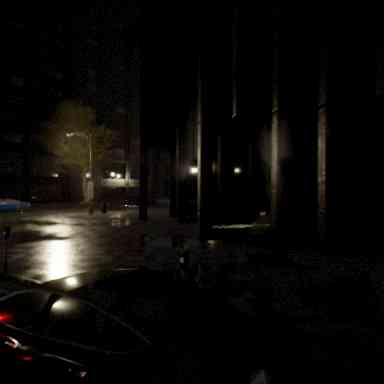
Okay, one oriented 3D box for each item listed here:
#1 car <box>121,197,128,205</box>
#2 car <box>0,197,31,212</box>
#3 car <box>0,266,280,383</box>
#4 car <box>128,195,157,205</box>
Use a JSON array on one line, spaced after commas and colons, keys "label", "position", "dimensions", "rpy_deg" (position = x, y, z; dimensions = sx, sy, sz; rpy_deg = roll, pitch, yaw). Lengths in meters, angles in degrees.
[{"label": "car", "position": [-9.485, 1.297, 54.636], "dimensions": [1.837, 1.490, 4.892], "rpy_deg": [0, 0, 35]}, {"label": "car", "position": [-19.663, 1.409, 34.608], "dimensions": [2.033, 1.411, 5.357], "rpy_deg": [1, 0, 35]}, {"label": "car", "position": [-1.189, 1.558, 3.798], "dimensions": [4.313, 1.339, 1.947], "rpy_deg": [0, 0, 35]}, {"label": "car", "position": [-7.357, 1.381, 52.022], "dimensions": [1.994, 1.385, 4.181], "rpy_deg": [1, 0, 35]}]
